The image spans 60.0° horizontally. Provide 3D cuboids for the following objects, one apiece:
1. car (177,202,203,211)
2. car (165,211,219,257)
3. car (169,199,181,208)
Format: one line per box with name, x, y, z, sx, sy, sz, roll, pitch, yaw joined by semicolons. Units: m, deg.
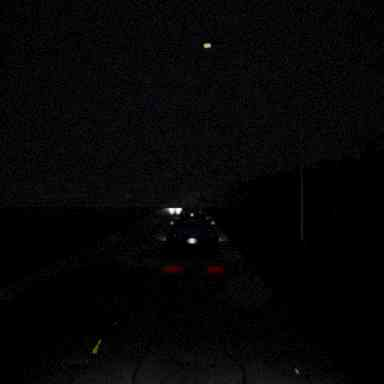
car;0.016;1.798;28.540;1.994;1.385;4.181;0;0;1
car;0.018;1.681;13.558;1.994;1.385;4.181;0;0;0
car;-2.777;1.948;56.580;2.128;1.511;4.902;0;-1;0
